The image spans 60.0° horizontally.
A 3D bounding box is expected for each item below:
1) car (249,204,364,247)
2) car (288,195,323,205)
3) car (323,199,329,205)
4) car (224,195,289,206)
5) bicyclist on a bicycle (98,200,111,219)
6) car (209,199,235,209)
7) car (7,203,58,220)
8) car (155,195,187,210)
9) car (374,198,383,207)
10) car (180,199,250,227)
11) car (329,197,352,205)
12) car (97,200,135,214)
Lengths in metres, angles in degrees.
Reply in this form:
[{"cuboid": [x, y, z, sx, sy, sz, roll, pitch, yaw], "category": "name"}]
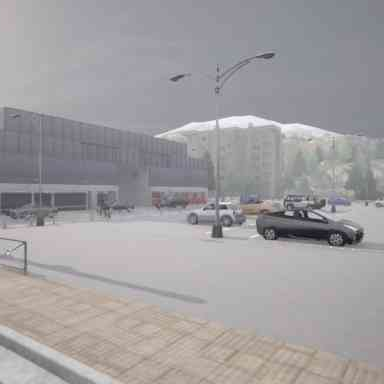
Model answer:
[{"cuboid": [5.143, 1.490, 14.850, 4.514, 1.523, 2.007, 0, 0, 35], "category": "car"}, {"cuboid": [12.380, 1.268, 37.767, 3.866, 1.878, 1.905, 0, 0, 35], "category": "car"}, {"cuboid": [13.727, 1.289, 40.375, 4.605, 1.855, 1.932, 0, 0, 35], "category": "car"}, {"cuboid": [4.971, 1.345, 27.337, 5.027, 1.636, 2.152, 0, 0, 35], "category": "car"}, {"cuboid": [-7.316, 1.477, 27.796, 1.656, 1.620, 0.582, 0, 0, 35], "category": "bicyclist on a bicycle"}, {"cuboid": [4.647, 1.777, 51.173, 1.895, 1.301, 4.718, 0, 0, 35], "category": "car"}, {"cuboid": [-14.562, 1.740, 30.518, 1.994, 1.385, 4.181, 0, 0, 35], "category": "car"}, {"cuboid": [-2.776, 1.398, 47.067, 2.150, 2.045, 5.566, 0, 0, 36], "category": "car"}, {"cuboid": [28.925, 1.576, 48.718, 3.806, 1.475, 1.970, 0, 0, 35], "category": "car"}, {"cuboid": [1.518, 1.424, 21.918, 3.806, 1.475, 1.970, 0, 0, 35], "category": "car"}, {"cuboid": [24.601, 1.565, 55.445, 3.633, 1.501, 1.845, 0, 0, 35], "category": "car"}, {"cuboid": [-8.805, 1.668, 38.616, 2.128, 1.511, 4.902, 0, 0, 35], "category": "car"}]
